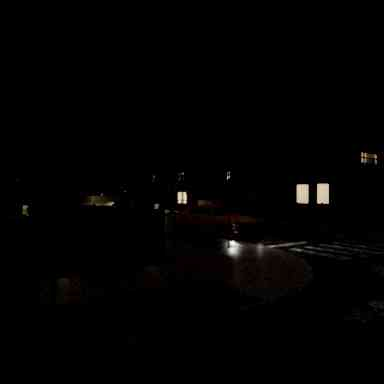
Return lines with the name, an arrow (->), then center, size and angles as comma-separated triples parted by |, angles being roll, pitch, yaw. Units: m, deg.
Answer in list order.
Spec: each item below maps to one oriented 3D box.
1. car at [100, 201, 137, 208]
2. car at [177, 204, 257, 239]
car -> -5.785, 1.422, 26.458 | 2.033, 1.411, 5.357 | 1, 0, -37
car -> 1.167, 1.407, 17.285 | 1.882, 1.535, 5.008 | 1, 0, -36
